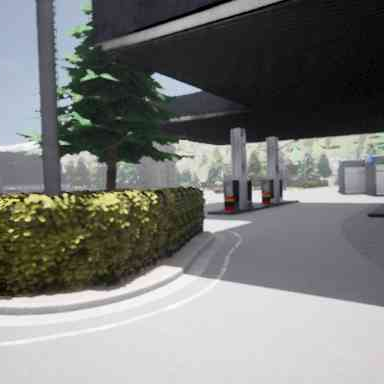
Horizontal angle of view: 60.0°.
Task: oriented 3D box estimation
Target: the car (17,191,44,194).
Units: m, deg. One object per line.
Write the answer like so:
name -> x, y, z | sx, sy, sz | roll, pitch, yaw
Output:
car -> -15.837, 0.820, 34.398 | 3.866, 1.878, 1.905 | -1, 2, 35

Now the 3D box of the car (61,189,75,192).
car -> -25.241, 0.364, 64.704 | 3.866, 1.878, 1.905 | -1, 2, 35

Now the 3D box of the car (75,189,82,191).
car -> -23.890, 0.274, 67.308 | 4.605, 1.855, 1.932 | -1, 2, 35

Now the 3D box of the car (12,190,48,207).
car -> -20.334, 0.806, 41.643 | 4.605, 1.855, 1.932 | -1, 2, 35

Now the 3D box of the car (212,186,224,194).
car -> 6.427, -0.427, 64.656 | 5.027, 1.636, 2.152 | -1, 2, 35
